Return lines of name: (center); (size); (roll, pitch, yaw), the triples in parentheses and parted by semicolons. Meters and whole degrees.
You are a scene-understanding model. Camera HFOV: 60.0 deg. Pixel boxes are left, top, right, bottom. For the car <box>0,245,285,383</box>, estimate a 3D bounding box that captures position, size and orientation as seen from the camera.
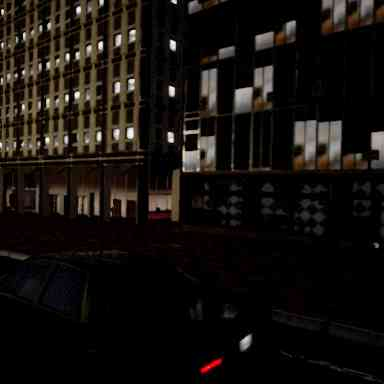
car: (-1.503, 1.522, 4.753); (5.357, 1.411, 2.033); (0, 0, 36)
